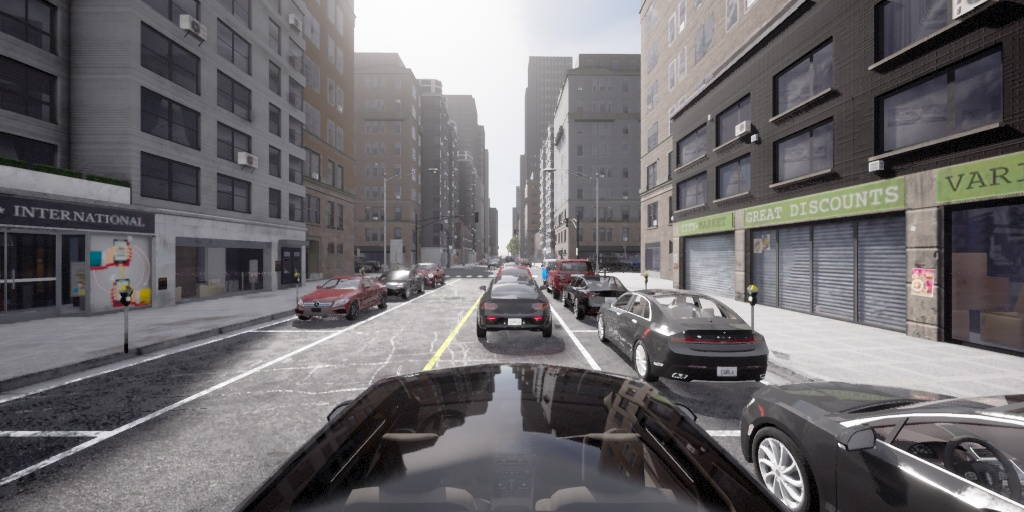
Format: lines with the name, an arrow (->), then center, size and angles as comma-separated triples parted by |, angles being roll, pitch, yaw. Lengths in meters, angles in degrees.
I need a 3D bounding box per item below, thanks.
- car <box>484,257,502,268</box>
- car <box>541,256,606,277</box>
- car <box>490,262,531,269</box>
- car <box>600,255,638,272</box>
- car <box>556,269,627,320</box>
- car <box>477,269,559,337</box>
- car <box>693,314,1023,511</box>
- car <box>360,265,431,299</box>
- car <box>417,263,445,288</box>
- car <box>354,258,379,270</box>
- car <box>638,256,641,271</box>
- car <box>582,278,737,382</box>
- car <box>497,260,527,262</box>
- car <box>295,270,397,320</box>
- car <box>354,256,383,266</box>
car -> -3.221, 1.317, 62.041 | 2.033, 1.411, 5.357 | 0, 0, -1
car -> 2.863, 1.065, 17.996 | 2.192, 1.841, 5.009 | 0, 0, 0
car -> 0.103, 1.228, 17.531 | 1.882, 1.535, 5.008 | 0, 0, 0
car -> 11.842, 0.957, 43.605 | 5.566, 2.045, 2.150 | 0, 0, 0
car -> 2.862, 1.316, 12.472 | 1.948, 1.339, 4.313 | 0, 0, 0
car -> 0.041, 1.276, 10.169 | 1.812, 1.442, 4.674 | 0, 0, -1
car -> 2.859, 1.300, 1.425 | 2.007, 1.370, 4.403 | 0, 0, 0
car -> -5.663, 1.315, 17.991 | 1.948, 1.339, 4.313 | 0, 0, 0
car -> -5.661, 1.189, 23.516 | 1.967, 1.591, 4.097 | 0, 0, 0
car -> -17.973, 1.266, 40.198 | 4.892, 1.490, 1.837 | 0, 0, 0
car -> 14.843, 0.960, 47.050 | 5.566, 2.045, 2.150 | 0, 0, 2
car -> 2.860, 1.300, 6.948 | 2.007, 1.370, 4.403 | 0, 0, 0
car -> 0.071, 1.255, 27.703 | 1.837, 1.490, 4.892 | 0, 0, 2
car -> -5.664, 1.332, 12.466 | 1.802, 1.307, 4.207 | 0, 0, 0
car -> -18.608, 0.989, 43.444 | 5.566, 2.045, 2.150 | 0, 0, 0
